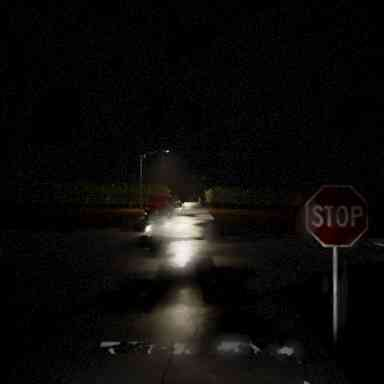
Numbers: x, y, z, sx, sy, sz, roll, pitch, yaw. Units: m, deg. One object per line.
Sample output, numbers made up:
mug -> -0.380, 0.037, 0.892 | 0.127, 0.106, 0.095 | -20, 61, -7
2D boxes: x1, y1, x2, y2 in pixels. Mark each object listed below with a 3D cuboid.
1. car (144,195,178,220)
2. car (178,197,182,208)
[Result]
car -> -2.716, 1.276, 28.863 | 2.150, 2.045, 5.566 | 0, 0, 1
car -> -2.682, 1.481, 51.629 | 2.097, 1.767, 4.553 | 0, -1, 0
